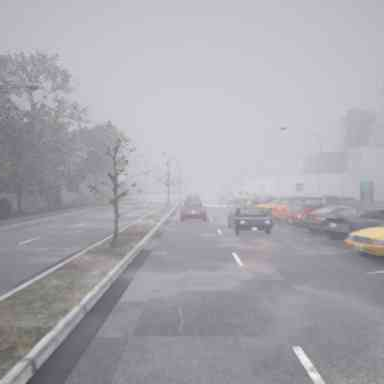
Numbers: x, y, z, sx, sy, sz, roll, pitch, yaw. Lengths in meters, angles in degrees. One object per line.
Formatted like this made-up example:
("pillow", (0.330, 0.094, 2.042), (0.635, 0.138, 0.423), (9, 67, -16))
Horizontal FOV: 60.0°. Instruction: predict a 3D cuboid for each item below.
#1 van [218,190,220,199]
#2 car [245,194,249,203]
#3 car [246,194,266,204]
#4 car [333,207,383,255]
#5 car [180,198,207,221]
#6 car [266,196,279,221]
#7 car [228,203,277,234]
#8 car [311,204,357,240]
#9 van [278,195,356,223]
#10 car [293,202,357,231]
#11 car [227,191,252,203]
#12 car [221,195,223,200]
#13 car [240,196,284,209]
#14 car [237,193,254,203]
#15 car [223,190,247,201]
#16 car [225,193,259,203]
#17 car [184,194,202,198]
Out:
("van", (7.993, 0.684, 65.371), (4.442, 1.987, 1.878), (1, 1, -20))
("car", (8.111, 1.264, 32.626), (4.792, 1.488, 2.163), (1, 1, -20))
("car", (7.910, 1.271, 29.564), (5.366, 1.575, 1.946), (1, 1, -20))
("car", (7.903, 1.453, 11.654), (5.366, 1.575, 1.946), (1, 1, -20))
("car", (0.111, 1.395, 25.892), (1.994, 1.385, 4.181), (0, 1, 0))
("car", (8.053, 1.227, 23.653), (4.553, 1.767, 2.185), (1, 1, -20))
("car", (3.108, 1.515, 18.687), (1.895, 1.301, 4.718), (0, 1, 0))
("car", (8.103, 1.471, 14.723), (4.792, 1.488, 2.163), (1, 0, -20))
("van", (7.974, 1.161, 20.625), (4.442, 1.987, 1.878), (1, 1, -20))
("car", (8.073, 1.455, 17.695), (4.674, 1.452, 2.002), (1, 0, -20))
("car", (8.101, 1.056, 47.518), (4.892, 1.521, 2.231), (1, 1, -20))
("car", (8.089, 0.977, 56.469), (4.892, 1.521, 2.231), (1, 0, -20))
("car", (8.083, 1.195, 38.579), (4.674, 1.452, 2.002), (1, 0, -20))
("car", (7.913, 1.188, 35.530), (5.366, 1.575, 1.946), (1, 1, -20))
("car", (8.122, 0.774, 50.517), (5.566, 2.045, 2.435), (1, 0, -20))
("car", (8.100, 1.000, 53.484), (5.008, 1.535, 2.097), (1, 1, -20))
("car", (0.118, 0.981, 41.367), (2.097, 1.767, 4.553), (0, 1, 0))
